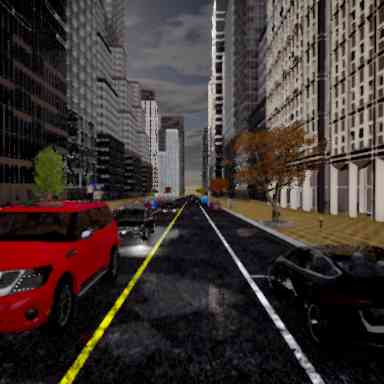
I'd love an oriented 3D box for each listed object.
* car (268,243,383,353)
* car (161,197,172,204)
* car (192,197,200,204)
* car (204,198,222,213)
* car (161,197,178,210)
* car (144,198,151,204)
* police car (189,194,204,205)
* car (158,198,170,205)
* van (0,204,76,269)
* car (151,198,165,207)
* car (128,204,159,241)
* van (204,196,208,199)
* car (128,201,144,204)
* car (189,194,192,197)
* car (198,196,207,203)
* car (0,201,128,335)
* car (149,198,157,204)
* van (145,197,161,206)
[{"bbox_3d":[2.682,1.591,6.204,1.947,1.339,4.313,-1,0,0],"label":"car"},{"bbox_3d":[-5.692,1.909,73.705,2.008,1.369,4.403,-1,0,0],"label":"car"},{"bbox_3d":[0.911,1.874,75.830,1.837,1.490,4.892,0,0,0],"label":"car"},{"bbox_3d":[2.685,1.760,39.955,1.802,1.307,4.206,-1,0,0],"label":"car"},{"bbox_3d":[-3.069,1.778,46.881,1.994,1.385,4.181,0,0,0],"label":"car"},{"bbox_3d":[-5.696,1.676,34.161,1.752,1.417,4.829,-1,0,0],"label":"car"},{"bbox_3d":[0.909,1.739,65.940,1.930,1.638,5.238,0,0,0],"label":"police car"},{"bbox_3d":[-5.692,1.877,68.081,2.008,1.369,4.403,-1,0,0],"label":"car"},{"bbox_3d":[-5.701,1.390,11.831,1.690,1.788,3.998,-1,0,0],"label":"van"},{"bbox_3d":[-5.693,1.810,56.830,1.887,1.381,4.507,-1,0,0],"label":"car"},{"bbox_3d":[-3.042,1.577,17.423,1.837,1.490,4.892,0,0,1],"label":"car"},{"bbox_3d":[2.685,1.698,73.706,1.690,1.788,3.998,-1,0,0],"label":"van"},{"bbox_3d":[-5.696,1.675,28.705,2.008,1.369,4.403,-1,0,0],"label":"car"},{"bbox_3d":[0.773,1.884,81.867,1.882,1.535,5.008,0,0,3],"label":"car"},{"bbox_3d":[2.688,1.862,84.955,1.967,1.590,4.097,-1,0,0],"label":"car"},{"bbox_3d":[-3.089,1.251,7.147,2.150,2.045,5.566,0,0,1],"label":"car"},{"bbox_3d":[-5.695,1.724,39.955,1.887,1.381,4.507,-1,0,0],"label":"car"},{"bbox_3d":[-5.698,1.549,45.581,1.690,1.788,3.998,-1,0,0],"label":"van"}]
